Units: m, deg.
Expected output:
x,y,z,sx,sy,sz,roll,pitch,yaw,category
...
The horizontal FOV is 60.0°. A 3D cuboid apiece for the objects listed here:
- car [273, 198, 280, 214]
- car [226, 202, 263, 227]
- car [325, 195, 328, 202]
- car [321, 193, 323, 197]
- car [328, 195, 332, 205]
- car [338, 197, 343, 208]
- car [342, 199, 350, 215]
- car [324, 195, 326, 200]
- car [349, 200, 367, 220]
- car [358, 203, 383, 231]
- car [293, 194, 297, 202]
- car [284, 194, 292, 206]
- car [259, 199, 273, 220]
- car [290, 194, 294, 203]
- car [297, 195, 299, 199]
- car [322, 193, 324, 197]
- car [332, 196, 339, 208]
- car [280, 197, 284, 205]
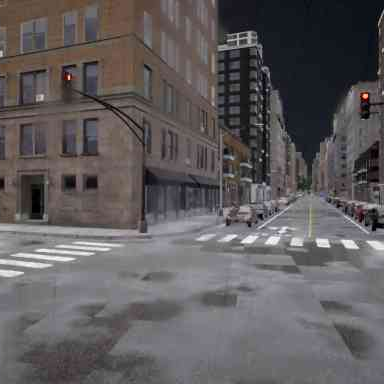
x,y,z,sx,sy,sz,roll,pitch,yaw,category
7.254,1.552,33.267,2.008,1.369,4.403,1,0,20,car
3.513,1.584,22.861,1.802,1.307,4.206,1,0,20,car
28.377,1.560,66.821,1.947,1.339,4.313,1,0,20,car
35.863,1.430,87.639,1.967,1.590,4.097,1,0,20,car
24.635,1.548,56.412,2.008,1.369,4.403,1,0,20,car
17.151,1.546,35.594,1.887,1.381,4.507,1,0,20,car
15.279,1.552,30.389,2.008,1.369,4.403,1,0,20,car
30.248,1.575,72.026,1.802,1.307,4.206,1,0,20,car
13.408,1.546,25.184,1.887,1.381,4.507,1,0,20,car
11.537,1.568,19.980,1.947,1.339,4.313,1,0,20,car
20.349,1.560,69.690,1.947,1.339,4.313,1,0,20,car
14.680,1.524,53.920,1.752,1.417,4.829,1,0,20,car
5.383,1.567,28.064,1.947,1.339,4.313,1,0,20,car
16.608,1.563,59.283,1.947,1.339,4.313,1,0,20,car
22.222,1.308,74.892,2.192,1.841,5.009,1,0,20,car
33.992,1.431,82.434,1.967,1.590,4.097,1,0,20,car
20.893,1.566,46.003,1.947,1.339,4.313,1,0,20,car
9.125,1.546,38.470,1.887,1.381,4.507,1,0,20,car
